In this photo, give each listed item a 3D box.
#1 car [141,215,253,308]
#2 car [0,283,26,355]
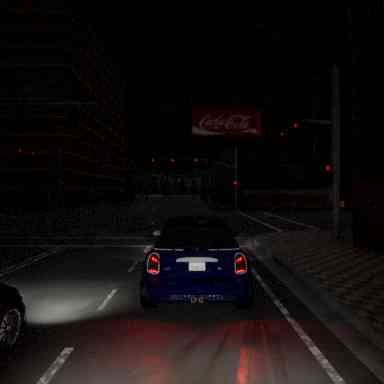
[{"bbox_3d":[0.086,1.352,8.058,2.097,1.767,4.553,0,0,0],"label":"car"},{"bbox_3d":[-3.417,1.526,3.095,1.812,1.442,4.674,0,0,0],"label":"car"}]
